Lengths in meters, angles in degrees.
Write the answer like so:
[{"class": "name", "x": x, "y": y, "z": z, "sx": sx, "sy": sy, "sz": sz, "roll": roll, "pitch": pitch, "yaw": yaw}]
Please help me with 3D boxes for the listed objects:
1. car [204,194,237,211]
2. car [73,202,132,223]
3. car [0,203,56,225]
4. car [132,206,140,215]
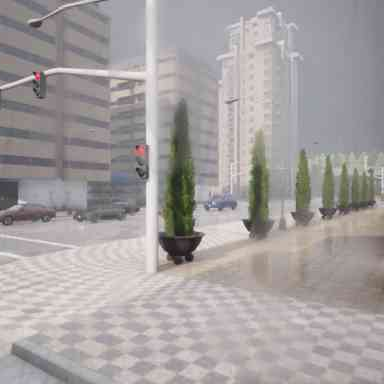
[{"class": "car", "x": 3.674, "y": 1.277, "z": 41.836, "sx": 2.150, "sy": 2.045, "sz": 5.566, "roll": 0, "pitch": 0, "yaw": 35}, {"class": "car", "x": -7.160, "y": 1.619, "z": 26.121, "sx": 1.994, "sy": 1.385, "sz": 4.181, "roll": 0, "pitch": 0, "yaw": 35}, {"class": "car", "x": -12.429, "y": 1.581, "z": 24.602, "sx": 1.812, "sy": 1.442, "sz": 4.674, "roll": 0, "pitch": 0, "yaw": 34}, {"class": "car", "x": -7.288, "y": 1.656, "z": 32.109, "sx": 1.895, "sy": 1.301, "sz": 4.718, "roll": 0, "pitch": 0, "yaw": 35}]
